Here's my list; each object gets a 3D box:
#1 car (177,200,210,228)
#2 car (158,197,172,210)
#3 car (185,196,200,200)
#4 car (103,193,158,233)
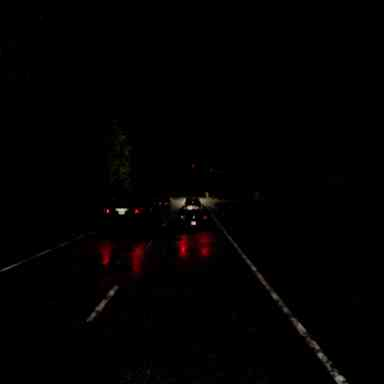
[{"bbox_3d":[0.100,1.433,20.829,1.895,1.301,4.718,0,0,0],"label":"car"},{"bbox_3d":[-3.393,1.236,38.131,2.033,1.411,5.357,0,0,0],"label":"car"},{"bbox_3d":[0.102,1.220,41.974,1.994,1.385,4.181,0,0,0],"label":"car"},{"bbox_3d":[-3.396,1.069,18.693,2.150,2.045,5.566,0,0,0],"label":"car"}]
